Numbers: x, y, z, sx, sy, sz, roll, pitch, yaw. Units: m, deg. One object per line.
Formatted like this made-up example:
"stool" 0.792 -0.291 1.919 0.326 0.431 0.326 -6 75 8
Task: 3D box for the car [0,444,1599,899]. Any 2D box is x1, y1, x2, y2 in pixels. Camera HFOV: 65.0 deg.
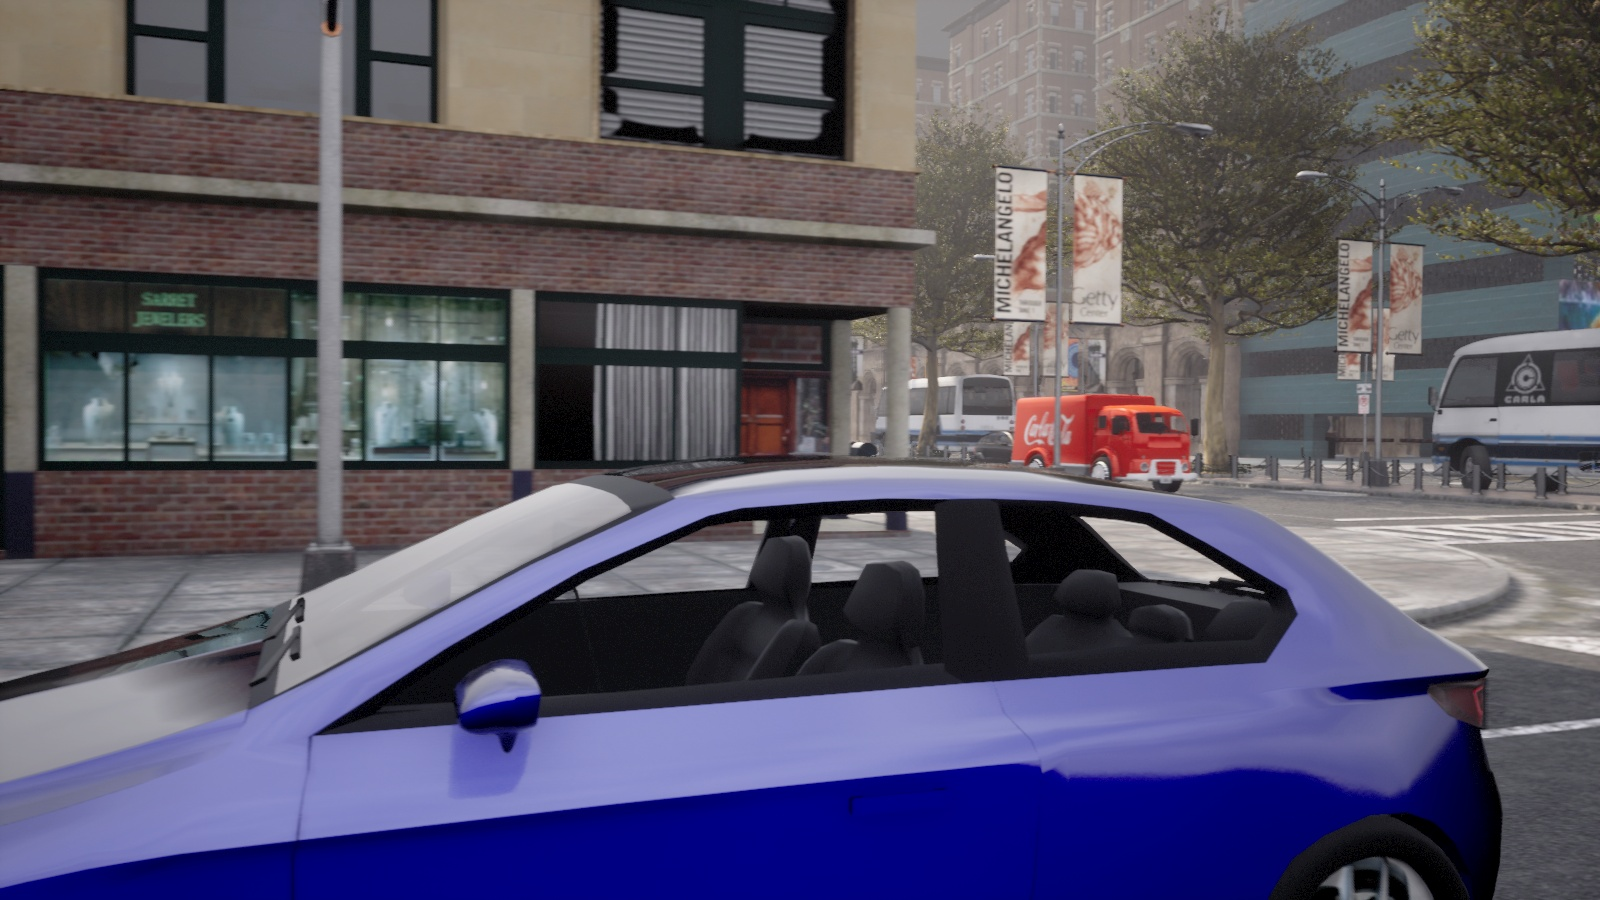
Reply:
"car" -0.320 0.762 3.118 4.193 1.474 1.816 -1 1 -21

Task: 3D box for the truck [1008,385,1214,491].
"truck" 7.838 -0.334 32.277 2.627 2.467 5.204 -1 1 -21

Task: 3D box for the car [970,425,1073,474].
"car" 7.499 -0.042 42.797 1.789 1.549 3.705 -1 1 -21

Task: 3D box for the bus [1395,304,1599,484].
"bus" 20.465 -1.366 31.296 3.944 4.253 10.273 -1 1 -21

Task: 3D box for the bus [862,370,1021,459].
"bus" 7.130 -1.781 65.691 3.944 4.253 10.273 -1 1 -21
